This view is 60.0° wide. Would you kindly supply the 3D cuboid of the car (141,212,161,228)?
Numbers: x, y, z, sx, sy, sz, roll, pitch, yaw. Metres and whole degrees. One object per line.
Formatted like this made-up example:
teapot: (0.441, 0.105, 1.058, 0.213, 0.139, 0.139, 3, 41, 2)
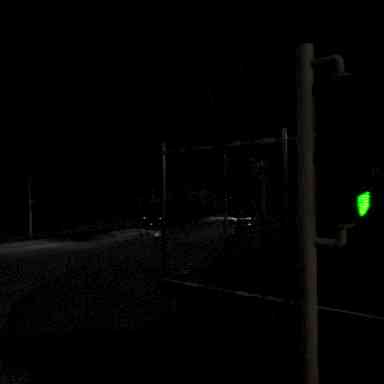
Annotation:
car: (-1.403, 1.814, 23.773, 1.895, 1.301, 4.718, -1, -1, 36)
